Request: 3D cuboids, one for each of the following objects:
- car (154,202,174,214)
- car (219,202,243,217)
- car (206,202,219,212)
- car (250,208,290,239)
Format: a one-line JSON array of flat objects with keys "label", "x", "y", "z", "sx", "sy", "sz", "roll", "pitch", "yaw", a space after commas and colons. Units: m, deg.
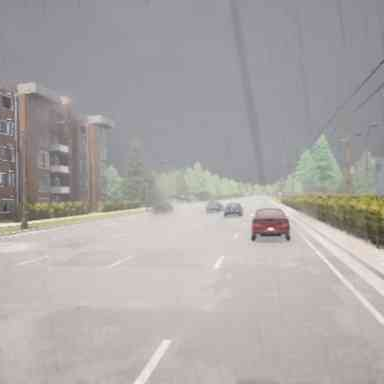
[{"label": "car", "x": -3.950, "y": 2.242, "z": 46.999, "sx": 1.837, "sy": 1.490, "sz": 4.892, "roll": -2, "pitch": 0, "yaw": 12}, {"label": "car", "x": 4.600, "y": 1.915, "z": 36.601, "sx": 2.033, "sy": 1.411, "sz": 5.357, "roll": -2, "pitch": -1, "yaw": 12}, {"label": "car", "x": 3.222, "y": 2.089, "z": 46.894, "sx": 2.033, "sy": 1.411, "sz": 5.357, "roll": -2, "pitch": -1, "yaw": 12}, {"label": "car", "x": 4.216, "y": 1.607, "z": 18.050, "sx": 1.882, "sy": 1.535, "sz": 5.008, "roll": -2, "pitch": -1, "yaw": 12}]
